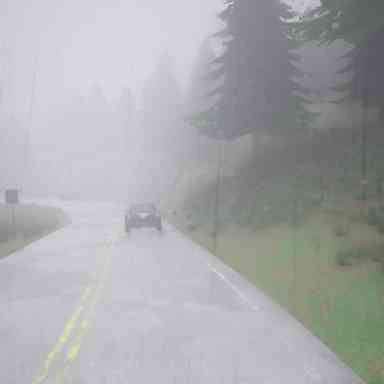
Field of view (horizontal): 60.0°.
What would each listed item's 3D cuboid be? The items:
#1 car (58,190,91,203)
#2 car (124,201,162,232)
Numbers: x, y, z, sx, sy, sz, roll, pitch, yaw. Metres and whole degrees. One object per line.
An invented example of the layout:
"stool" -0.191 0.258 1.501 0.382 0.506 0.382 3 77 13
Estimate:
"car" -14.949 0.468 42.194 5.008 1.535 1.882 2 5 34
"car" -3.150 1.414 20.951 2.097 1.767 4.553 -2 0 -11
